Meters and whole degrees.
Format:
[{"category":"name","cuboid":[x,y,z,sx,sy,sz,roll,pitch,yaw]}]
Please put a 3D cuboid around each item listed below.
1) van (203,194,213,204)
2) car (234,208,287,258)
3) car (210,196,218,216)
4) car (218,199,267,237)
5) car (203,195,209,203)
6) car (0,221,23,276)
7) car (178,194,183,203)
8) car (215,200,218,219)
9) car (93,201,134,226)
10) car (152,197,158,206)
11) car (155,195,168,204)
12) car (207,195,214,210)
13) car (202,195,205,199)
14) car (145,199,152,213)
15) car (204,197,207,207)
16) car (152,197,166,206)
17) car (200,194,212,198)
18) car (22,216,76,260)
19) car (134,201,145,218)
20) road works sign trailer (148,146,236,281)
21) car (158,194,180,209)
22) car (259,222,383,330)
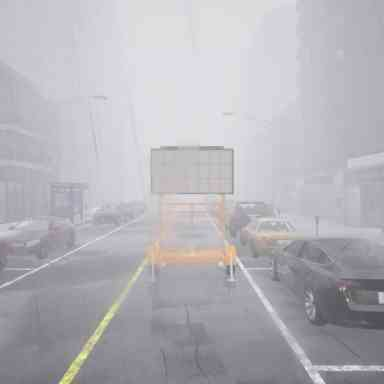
[{"category":"van","cuboid":[2.908,1.332,62.120,1.690,1.788,3.998,0,0,0]},{"category":"car","cuboid":[2.867,1.524,12.578,1.752,1.417,4.829,0,0,0]},{"category":"car","cuboid":[2.880,1.436,28.979,1.967,1.590,4.097,0,0,0]},{"category":"car","cuboid":[2.871,1.313,17.931,2.192,1.841,5.009,0,0,0]},{"category":"car","cuboid":[2.894,1.544,45.549,2.008,1.369,4.403,0,0,0]},{"category":"car","cuboid":[-5.664,1.544,6.872,1.887,1.381,4.507,0,0,0]},{"category":"car","cuboid":[-2.943,1.468,71.734,1.882,1.535,5.008,0,0,0]},{"category":"car","cuboid":[2.876,1.523,23.625,1.752,1.417,4.829,0,0,0]},{"category":"car","cuboid":[-5.650,1.542,23.447,1.887,1.381,4.507,0,0,0]},{"category":"car","cuboid":[-5.627,1.575,51.072,1.802,1.307,4.206,0,0,0]},{"category":"car","cuboid":[-5.618,1.431,62.122,1.967,1.590,4.097,0,0,0]},{"category":"car","cuboid":[2.885,1.435,34.502,1.967,1.590,4.097,0,0,0]},{"category":"car","cuboid":[2.898,1.559,51.073,1.947,1.339,4.313,0,0,0]},{"category":"car","cuboid":[-5.641,1.561,34.497,1.947,1.339,4.313,0,0,0]},{"category":"car","cuboid":[2.889,1.545,40.026,2.008,1.369,4.403,0,0,0]},{"category":"car","cuboid":[-5.623,1.558,56.597,1.947,1.339,4.313,0,0,0]},{"category":"car","cuboid":[2.903,1.307,56.597,2.192,1.841,5.009,0,0,0]},{"category":"car","cuboid":[-5.660,1.581,12.396,1.802,1.307,4.206,0,0,0]},{"category":"car","cuboid":[-5.646,1.562,28.971,1.947,1.339,4.313,0,0,0]},{"category":"road works sign trailer","cuboid":[0.006,0.464,9.790,2.380,3.560,2.880,0,0,0]},{"category":"car","cuboid":[-3.063,1.471,45.172,1.882,1.535,5.008,0,0,0]},{"category":"car","cuboid":[2.862,1.565,6.884,1.947,1.339,4.313,0,0,0]}]
